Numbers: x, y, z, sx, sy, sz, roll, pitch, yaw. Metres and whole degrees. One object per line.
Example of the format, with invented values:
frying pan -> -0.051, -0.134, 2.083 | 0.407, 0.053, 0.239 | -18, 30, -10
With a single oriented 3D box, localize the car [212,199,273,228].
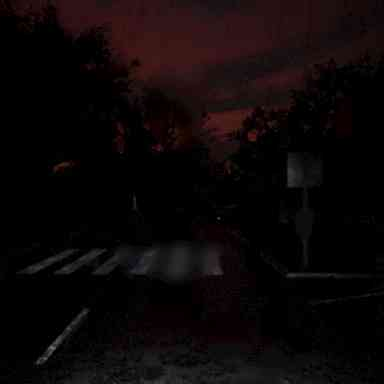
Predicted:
car -> 3.497, 1.479, 22.414 | 5.008, 1.535, 1.882 | 0, -2, -43

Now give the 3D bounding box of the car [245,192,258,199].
car -> 5.799, 0.726, 40.895 | 4.902, 1.511, 2.128 | -4, 2, -22

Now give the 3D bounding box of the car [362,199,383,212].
car -> 20.995, 1.527, 36.248 | 2.163, 1.488, 4.792 | 0, -1, -21
